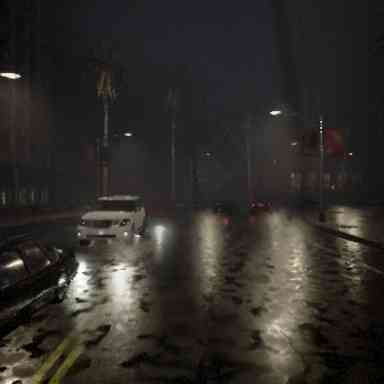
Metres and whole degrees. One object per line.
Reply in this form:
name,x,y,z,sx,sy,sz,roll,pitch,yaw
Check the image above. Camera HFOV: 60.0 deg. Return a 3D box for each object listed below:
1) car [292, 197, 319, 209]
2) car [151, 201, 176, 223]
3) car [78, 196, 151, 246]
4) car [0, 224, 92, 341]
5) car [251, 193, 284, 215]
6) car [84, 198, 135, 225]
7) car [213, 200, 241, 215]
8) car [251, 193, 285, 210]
car,15.256,1.441,44.534,5.008,1.535,1.882,0,0,-43
car,-2.559,1.457,25.691,1.882,1.535,5.008,0,0,10
car,-3.494,1.209,15.543,2.150,2.045,5.566,0,0,0
car,-3.497,1.543,5.404,2.033,1.411,5.357,0,0,0
car,7.626,1.324,34.042,2.097,1.767,4.553,0,0,27
car,-6.181,1.384,25.440,2.097,1.767,4.553,0,0,10
car,3.518,1.498,33.515,1.812,1.442,4.674,0,0,23
car,10.199,1.186,44.293,2.150,2.045,5.566,0,0,41
